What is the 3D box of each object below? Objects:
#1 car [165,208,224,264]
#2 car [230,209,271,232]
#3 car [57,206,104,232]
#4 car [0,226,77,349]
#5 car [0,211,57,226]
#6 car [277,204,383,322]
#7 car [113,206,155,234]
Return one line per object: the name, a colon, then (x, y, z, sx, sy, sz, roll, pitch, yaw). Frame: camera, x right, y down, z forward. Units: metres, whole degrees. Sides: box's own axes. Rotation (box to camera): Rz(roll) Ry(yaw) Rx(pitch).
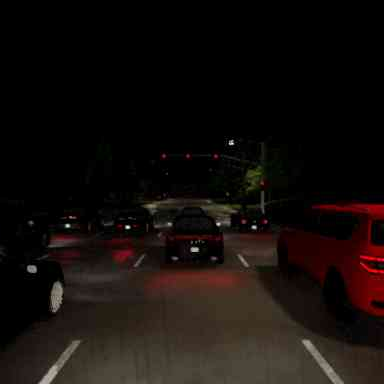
car: (0.078, 1.564, 12.274, 1.882, 1.535, 5.008, 0, 0, 0)
car: (3.562, 1.750, 21.215, 1.895, 1.301, 4.718, 0, 0, 0)
car: (-6.942, 1.653, 21.023, 1.837, 1.490, 4.892, 0, 0, 0)
car: (-3.407, 1.510, 4.488, 1.882, 1.535, 5.008, 0, -1, 0)
car: (-6.923, 1.438, 11.913, 2.097, 1.767, 4.553, 0, 0, 0)
car: (3.587, 1.276, 7.485, 2.150, 2.045, 5.566, 0, 0, 0)
car: (-3.437, 1.646, 20.182, 1.837, 1.490, 4.892, 0, -1, 0)
